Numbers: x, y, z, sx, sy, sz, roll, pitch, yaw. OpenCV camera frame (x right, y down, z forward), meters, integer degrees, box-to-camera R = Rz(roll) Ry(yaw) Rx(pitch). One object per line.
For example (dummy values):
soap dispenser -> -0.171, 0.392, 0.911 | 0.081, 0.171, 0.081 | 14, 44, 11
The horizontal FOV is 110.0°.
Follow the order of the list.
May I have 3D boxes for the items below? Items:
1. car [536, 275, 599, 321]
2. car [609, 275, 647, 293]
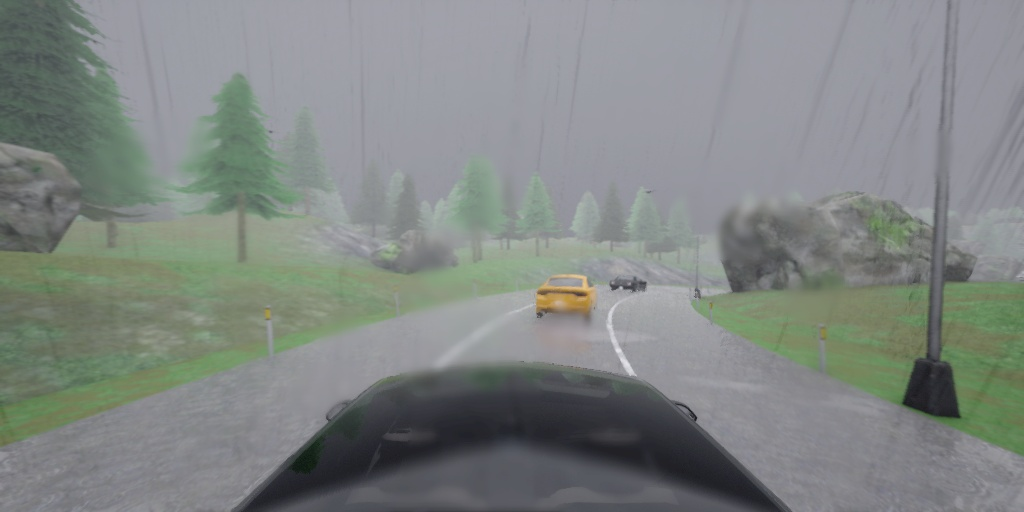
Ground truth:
car -> 2.269, 1.473, 13.970 | 1.882, 1.535, 5.008 | 1, -1, 16
car -> 9.564, 2.242, 29.168 | 1.895, 1.301, 4.718 | 2, -2, 34
